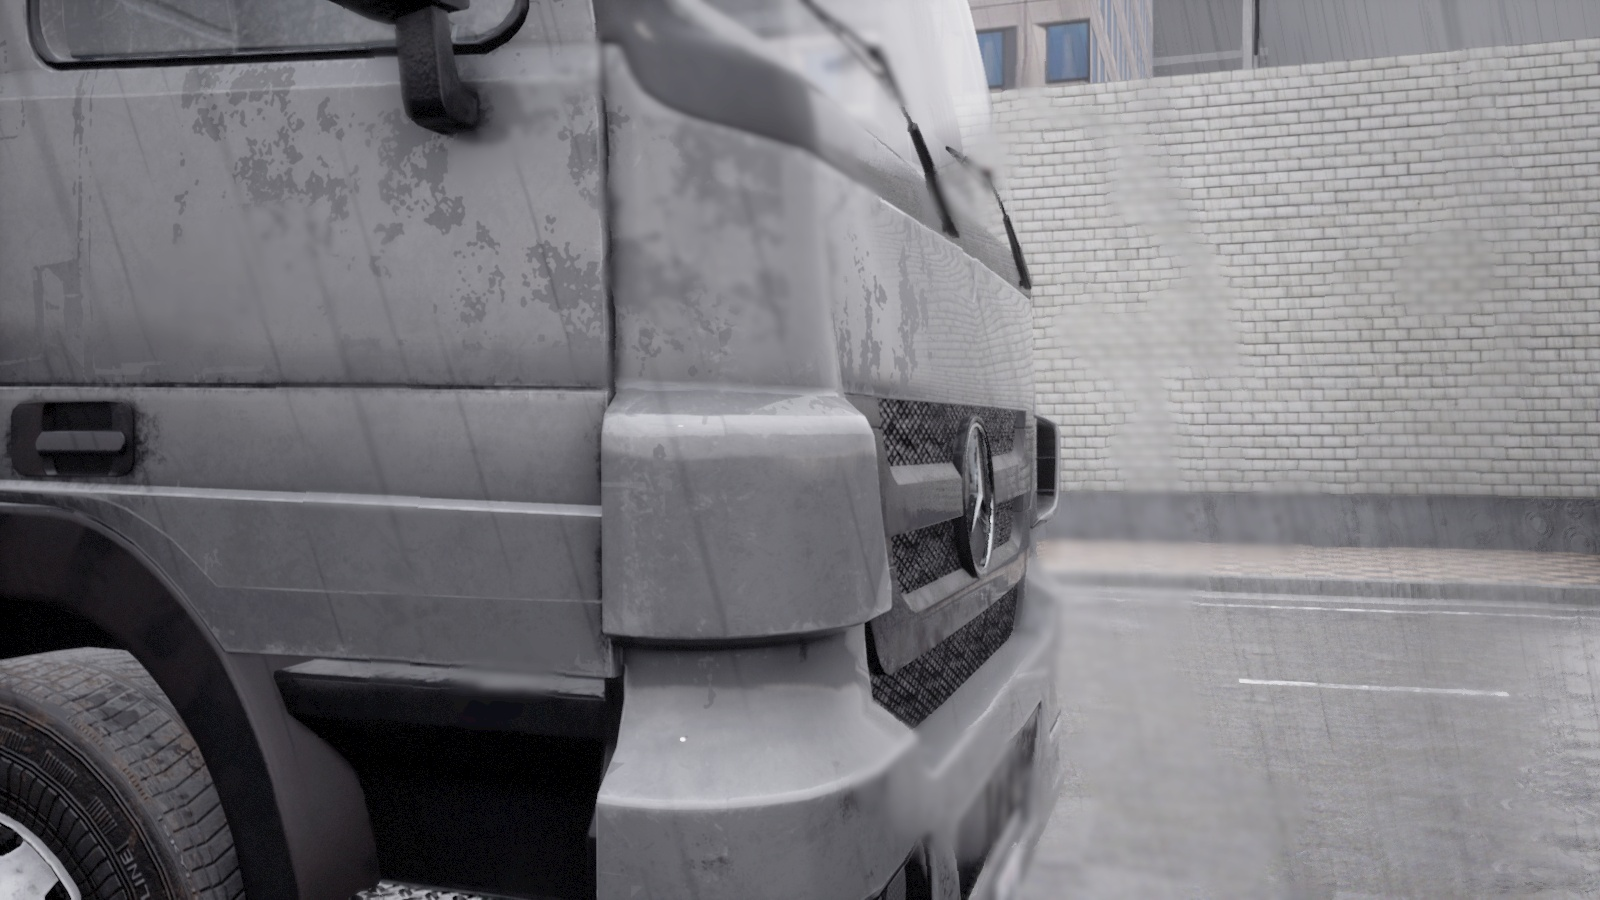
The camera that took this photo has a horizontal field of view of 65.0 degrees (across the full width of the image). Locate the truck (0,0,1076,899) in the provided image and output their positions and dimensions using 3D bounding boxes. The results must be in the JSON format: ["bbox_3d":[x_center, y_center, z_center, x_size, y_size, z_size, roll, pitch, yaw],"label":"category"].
[{"bbox_3d":[-3.268,-0.232,4.278,7.936,3.462,2.891,0,1,19],"label":"truck"}]
